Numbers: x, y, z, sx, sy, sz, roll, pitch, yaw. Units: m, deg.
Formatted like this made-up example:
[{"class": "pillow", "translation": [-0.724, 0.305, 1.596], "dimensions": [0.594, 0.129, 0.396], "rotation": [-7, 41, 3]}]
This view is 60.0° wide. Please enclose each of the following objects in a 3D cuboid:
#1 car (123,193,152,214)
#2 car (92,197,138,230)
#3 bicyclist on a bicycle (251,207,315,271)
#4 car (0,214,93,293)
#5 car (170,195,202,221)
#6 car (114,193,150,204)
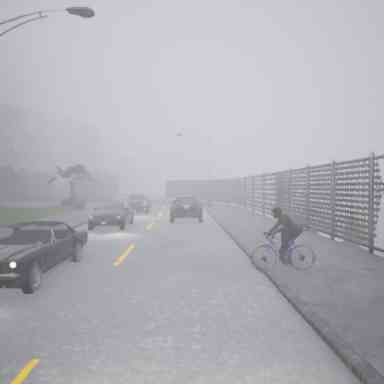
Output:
[{"class": "car", "translation": [-4.735, 0.929, 29.198], "dimensions": [2.097, 1.767, 4.553], "rotation": [0, 1, -2]}, {"class": "car", "translation": [-4.495, 1.250, 19.040], "dimensions": [1.812, 1.442, 4.674], "rotation": [0, 1, -1]}, {"class": "bicyclist on a bicycle", "translation": [2.330, 1.222, 8.497], "dimensions": [1.656, 1.620, 0.582], "rotation": [0, 1, -1]}, {"class": "car", "translation": [-4.268, 1.476, 8.617], "dimensions": [1.895, 1.301, 4.718], "rotation": [0, 1, -1]}, {"class": "car", "translation": [-0.403, 1.011, 23.343], "dimensions": [2.097, 1.767, 4.553], "rotation": [0, 1, -1]}, {"class": "car", "translation": [-8.146, 0.875, 45.149], "dimensions": [4.674, 1.442, 1.812], "rotation": [0, 1, 22]}]
